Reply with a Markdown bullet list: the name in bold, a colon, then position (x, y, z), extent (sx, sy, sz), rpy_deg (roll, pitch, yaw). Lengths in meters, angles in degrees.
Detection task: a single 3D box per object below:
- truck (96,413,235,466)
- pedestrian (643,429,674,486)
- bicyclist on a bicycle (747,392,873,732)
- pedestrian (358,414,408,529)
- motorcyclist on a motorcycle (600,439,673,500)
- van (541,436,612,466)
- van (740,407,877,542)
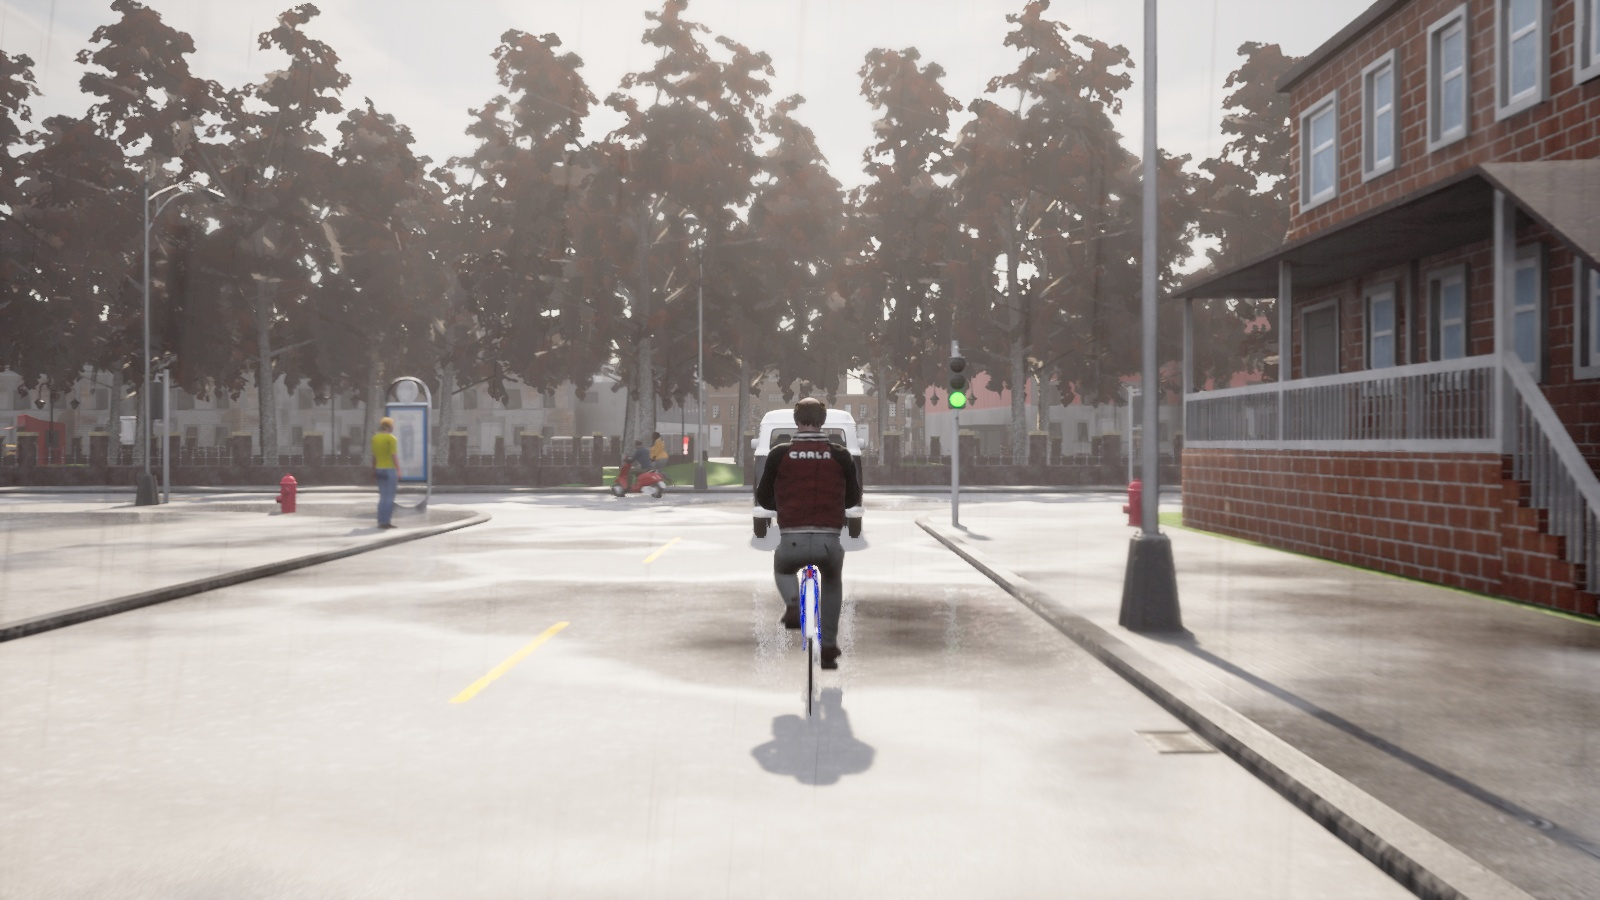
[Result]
- **truck**: position (-42.815, -0.711, 84.930), extent (7.936, 3.462, 2.891), rpy_deg (0, 0, 0)
- **pedestrian**: position (-4.601, 0.240, 40.830), extent (0.900, 1.855, 0.874), rpy_deg (0, 0, 1)
- **bicyclist on a bicycle**: position (0.058, 0.578, 7.490), extent (0.659, 1.776, 1.843), rpy_deg (0, 1, 0)
- **pedestrian**: position (-6.783, 0.344, 20.454), extent (0.354, 1.836, 0.706), rpy_deg (0, 0, 31)
- **motorcyclist on a motorcycle**: position (-4.450, 0.519, 34.126), extent (1.817, 1.590, 0.866), rpy_deg (0, 2, 32)
- **van**: position (-15.088, 0.046, 84.837), extent (4.442, 1.987, 1.775), rpy_deg (0, 0, 0)
- **van**: position (0.136, 0.360, 21.245), extent (2.069, 2.038, 4.480), rpy_deg (0, 0, 0)
